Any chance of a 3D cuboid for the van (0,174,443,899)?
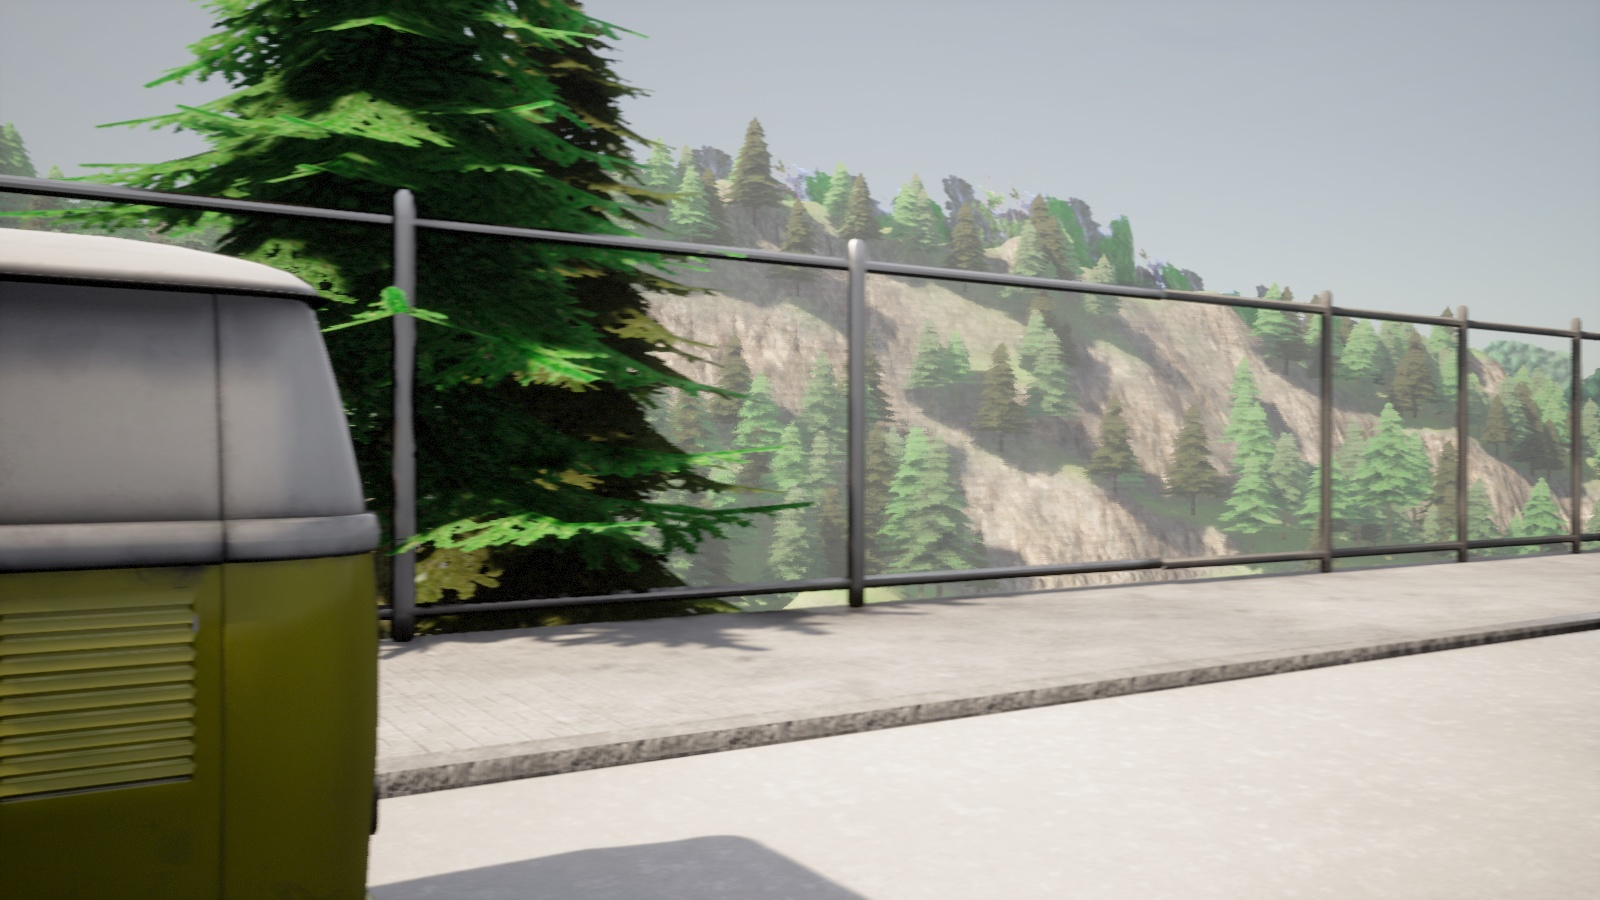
[{"bbox_3d":[-3.106,0.508,2.215,4.442,1.987,1.775,0,0,-32],"label":"van"}]
